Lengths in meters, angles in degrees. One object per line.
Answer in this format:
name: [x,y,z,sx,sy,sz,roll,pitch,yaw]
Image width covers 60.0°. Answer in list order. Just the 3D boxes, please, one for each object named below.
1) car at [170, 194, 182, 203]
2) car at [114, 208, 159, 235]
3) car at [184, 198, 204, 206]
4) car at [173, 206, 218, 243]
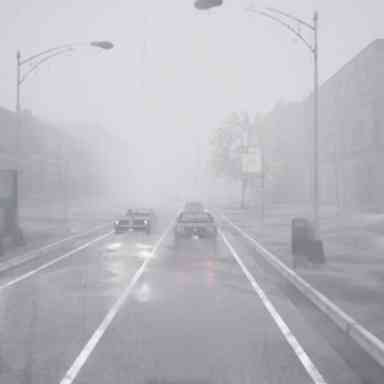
car: [-2.825,1.133,59.057,1.837,1.490,4.892,0,1,1]
car: [-3.031,1.582,18.784,1.895,1.301,4.718,0,0,0]
car: [0.230,1.367,34.351,1.882,1.535,5.008,0,0,0]
car: [0.159,1.590,16.018,1.895,1.301,4.718,0,0,0]
